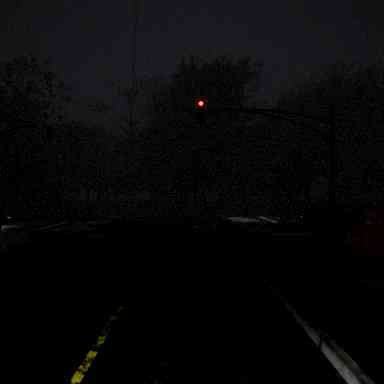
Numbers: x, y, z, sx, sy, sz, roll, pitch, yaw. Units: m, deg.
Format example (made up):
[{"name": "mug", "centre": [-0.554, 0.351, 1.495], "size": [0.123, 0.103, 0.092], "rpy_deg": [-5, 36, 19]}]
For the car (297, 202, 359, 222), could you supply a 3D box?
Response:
[{"name": "car", "centre": [10.908, 1.648, 26.397], "size": [4.718, 1.301, 1.895], "rpy_deg": [0, 0, -1]}]

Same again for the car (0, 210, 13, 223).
[{"name": "car", "centre": [-14.896, 1.473, 22.866], "size": [4.674, 1.442, 1.812], "rpy_deg": [0, 0, 0]}]
